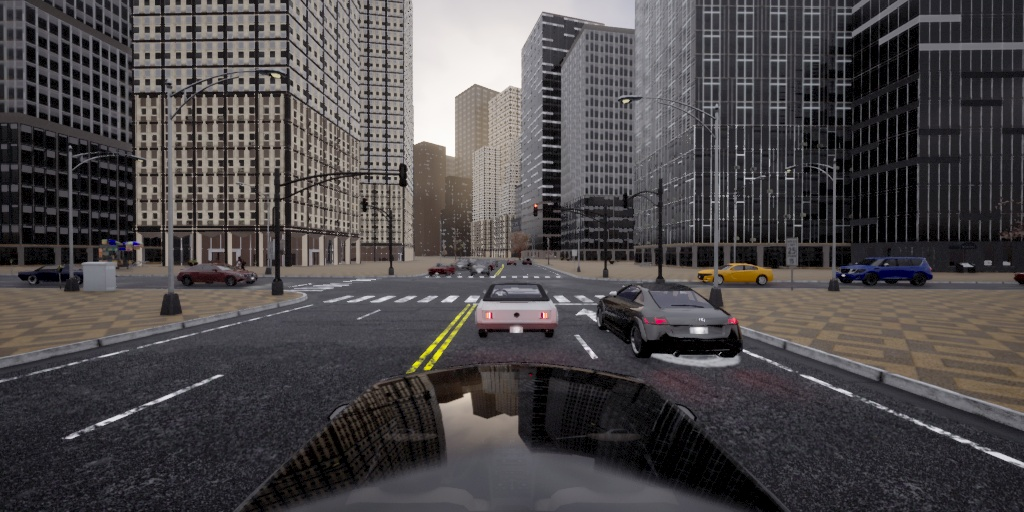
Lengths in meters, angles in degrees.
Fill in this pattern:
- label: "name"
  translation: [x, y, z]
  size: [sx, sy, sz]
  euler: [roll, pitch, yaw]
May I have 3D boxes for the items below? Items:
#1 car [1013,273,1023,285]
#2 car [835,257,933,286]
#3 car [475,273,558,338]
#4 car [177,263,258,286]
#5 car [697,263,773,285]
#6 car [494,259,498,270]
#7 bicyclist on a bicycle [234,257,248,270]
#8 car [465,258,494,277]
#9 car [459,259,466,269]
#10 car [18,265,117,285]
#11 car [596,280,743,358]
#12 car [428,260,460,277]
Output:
- label: "car"
  translation: [39.602, 1.513, 25.835]
  size: [4.718, 1.301, 1.895]
  euler: [0, 0, 1]
- label: "car"
  translation: [26.981, 1.077, 26.115]
  size: [5.566, 2.045, 2.150]
  euler: [0, 0, 2]
- label: "car"
  translation: [0.101, 1.348, 10.183]
  size: [1.895, 1.301, 4.718]
  euler: [0, 0, 0]
- label: "car"
  translation: [-19.480, 1.193, 23.767]
  size: [4.674, 1.442, 1.812]
  euler: [0, 0, 1]
- label: "car"
  translation: [16.316, 1.285, 26.346]
  size: [5.008, 1.535, 1.882]
  euler: [0, 0, 1]
- label: "car"
  translation: [-3.324, 1.306, 48.801]
  size: [1.895, 1.301, 4.718]
  euler: [0, 0, 0]
- label: "bicyclist on a bicycle"
  translation: [-24.699, 0.871, 32.632]
  size: [0.582, 1.620, 1.656]
  euler: [0, 1, 1]
- label: "car"
  translation: [-3.127, 1.219, 35.772]
  size: [2.128, 1.511, 4.902]
  euler: [0, 0, -2]
- label: "car"
  translation: [-6.575, 1.199, 48.343]
  size: [2.128, 1.511, 4.902]
  euler: [0, 0, 0]
- label: "car"
  translation: [-29.613, 1.221, 24.025]
  size: [4.718, 1.301, 1.895]
  euler: [0, 0, 1]
- label: "car"
  translation: [3.356, 1.312, 8.470]
  size: [1.994, 1.385, 4.181]
  euler: [0, 0, 0]
- label: "car"
  translation: [-6.842, 1.329, 35.420]
  size: [1.895, 1.301, 4.718]
  euler: [0, 0, 3]
